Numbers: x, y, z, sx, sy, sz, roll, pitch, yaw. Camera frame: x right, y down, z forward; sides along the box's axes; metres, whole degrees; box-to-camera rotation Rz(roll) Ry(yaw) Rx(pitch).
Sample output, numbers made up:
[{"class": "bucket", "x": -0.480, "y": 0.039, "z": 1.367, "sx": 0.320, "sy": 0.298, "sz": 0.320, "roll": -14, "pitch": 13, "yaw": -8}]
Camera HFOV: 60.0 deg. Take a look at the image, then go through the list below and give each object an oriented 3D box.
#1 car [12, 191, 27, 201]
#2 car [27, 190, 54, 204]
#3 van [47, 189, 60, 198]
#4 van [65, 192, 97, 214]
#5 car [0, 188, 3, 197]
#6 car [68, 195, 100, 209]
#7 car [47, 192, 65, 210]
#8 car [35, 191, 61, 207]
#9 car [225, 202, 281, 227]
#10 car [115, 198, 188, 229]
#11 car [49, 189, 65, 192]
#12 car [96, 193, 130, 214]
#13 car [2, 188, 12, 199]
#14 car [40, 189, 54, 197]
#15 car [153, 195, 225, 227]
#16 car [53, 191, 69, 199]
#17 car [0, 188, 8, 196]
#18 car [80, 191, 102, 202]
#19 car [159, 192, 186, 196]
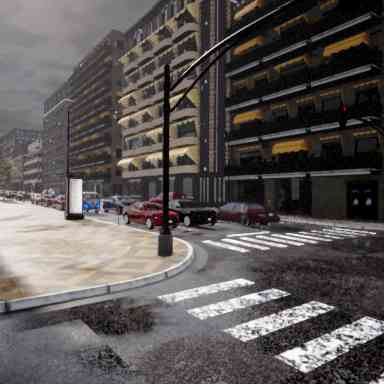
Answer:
[{"class": "car", "x": -25.771, "y": 0.541, "z": 51.046, "sx": 1.967, "sy": 1.590, "sz": 4.097, "roll": 2, "pitch": 0, "yaw": -36}, {"class": "car", "x": -19.004, "y": 0.805, "z": 41.771, "sx": 1.752, "sy": 1.417, "sz": 4.829, "roll": 2, "pitch": 0, "yaw": -36}, {"class": "van", "x": -29.007, "y": 0.260, "z": 69.700, "sx": 1.690, "sy": 1.788, "sz": 3.998, "roll": 2, "pitch": 0, "yaw": -36}, {"class": "van", "x": -9.095, "y": 0.881, "z": 28.200, "sx": 1.690, "sy": 1.788, "sz": 3.998, "roll": 2, "pitch": 0, "yaw": -36}, {"class": "car", "x": -39.112, "y": 0.301, "z": 69.323, "sx": 2.008, "sy": 1.369, "sz": 4.403, "roll": 2, "pitch": 0, "yaw": -36}, {"class": "car", "x": -11.849, "y": 1.039, "z": 36.351, "sx": 1.895, "sy": 1.301, "sz": 4.718, "roll": 1, "pitch": 0, "yaw": -36}, {"class": "car", "x": -12.436, "y": 0.997, "z": 32.769, "sx": 1.887, "sy": 1.381, "sz": 4.507, "roll": 2, "pitch": 0, "yaw": -36}, {"class": "car", "x": -15.770, "y": 0.909, "z": 37.338, "sx": 1.887, "sy": 1.381, "sz": 4.507, "roll": 2, "pitch": 0, "yaw": -36}, {"class": "car", "x": 3.090, "y": 1.341, "z": 21.283, "sx": 2.033, "sy": 1.411, "sz": 5.357, "roll": 1, "pitch": 0, "yaw": -36}, {"class": "car", "x": -2.433, "y": 1.261, "z": 19.061, "sx": 1.887, "sy": 1.381, "sz": 4.507, "roll": 2, "pitch": 0, "yaw": -36}, {"class": "car", "x": -17.706, "y": 0.635, "z": 44.445, "sx": 2.097, "sy": 1.767, "sz": 4.553, "roll": 1, "pitch": 0, "yaw": -36}, {"class": "car", "x": -6.028, "y": 1.083, "z": 28.364, "sx": 2.128, "sy": 1.511, "sz": 4.902, "roll": 1, "pitch": 0, "yaw": -36}, {"class": "car", "x": -32.443, "y": 0.470, "z": 60.185, "sx": 1.887, "sy": 1.381, "sz": 4.507, "roll": 2, "pitch": 0, "yaw": -36}, {"class": "car", "x": -32.345, "y": 0.272, "z": 74.270, "sx": 1.967, "sy": 1.590, "sz": 4.097, "roll": 2, "pitch": 0, "yaw": -36}, {"class": "car", "x": -0.444, "y": 1.216, "z": 20.704, "sx": 1.882, "sy": 1.535, "sz": 5.008, "roll": 1, "pitch": 0, "yaw": -35}, {"class": "car", "x": -25.779, "y": 0.529, "z": 65.268, "sx": 1.752, "sy": 1.417, "sz": 4.829, "roll": 2, "pitch": 0, "yaw": -36}, {"class": "car", "x": -42.440, "y": -0.022, "z": 73.893, "sx": 2.192, "sy": 1.841, "sz": 5.009, "roll": 2, "pitch": 0, "yaw": -36}, {"class": "car", "x": -15.672, "y": 0.710, "z": 51.423, "sx": 1.967, "sy": 1.590, "sz": 4.097, "roll": 2, "pitch": 0, "yaw": -36}, {"class": "car", "x": -2.330, "y": 0.936, "z": 33.146, "sx": 2.192, "sy": 1.841, "sz": 5.009, "roll": 2, "pitch": 0, "yaw": -36}]
